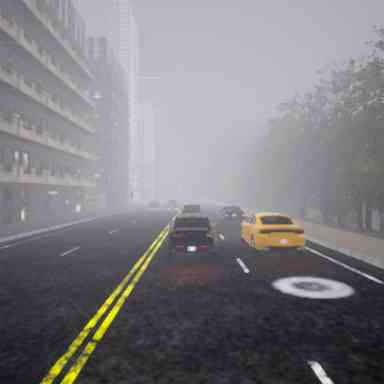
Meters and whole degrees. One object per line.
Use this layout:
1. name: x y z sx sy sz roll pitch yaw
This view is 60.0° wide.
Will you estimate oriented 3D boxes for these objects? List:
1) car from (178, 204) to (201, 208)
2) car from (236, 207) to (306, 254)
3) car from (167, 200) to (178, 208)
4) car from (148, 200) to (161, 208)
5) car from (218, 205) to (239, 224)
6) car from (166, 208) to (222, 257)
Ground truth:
1. car: 0.014 1.785 28.503 1.837 1.490 4.892 0 0 1
2. car: 3.277 1.616 14.253 1.882 1.535 5.008 0 0 1
3. car: -3.332 2.100 58.033 1.812 1.442 4.674 0 -1 0
4. car: -6.575 2.146 58.833 1.994 1.385 4.181 0 -1 1
5. car: 3.252 1.816 27.531 2.033 1.411 5.357 0 -1 0
6. car: 0.019 1.639 13.507 1.837 1.490 4.892 0 0 0
